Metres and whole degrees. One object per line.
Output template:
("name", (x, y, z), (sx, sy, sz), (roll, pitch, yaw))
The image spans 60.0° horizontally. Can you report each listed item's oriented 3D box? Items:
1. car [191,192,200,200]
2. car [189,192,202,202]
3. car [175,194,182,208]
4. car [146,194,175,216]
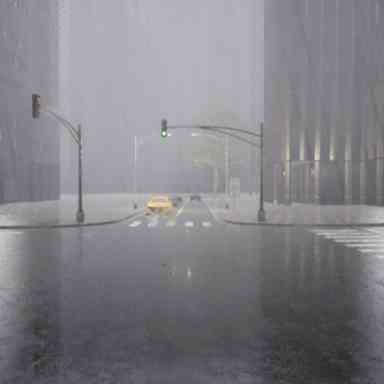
("car", (0.718, 0.737, 68.988), (1.837, 1.490, 4.892), (0, 1, 1))
("car", (0.601, 0.879, 58.565), (1.837, 1.490, 4.892), (0, 1, 1))
("car", (-2.687, 1.155, 40.121), (1.994, 1.385, 4.181), (0, 1, 1))
("car", (-2.817, 1.180, 29.322), (1.882, 1.535, 5.008), (0, 1, 1))
